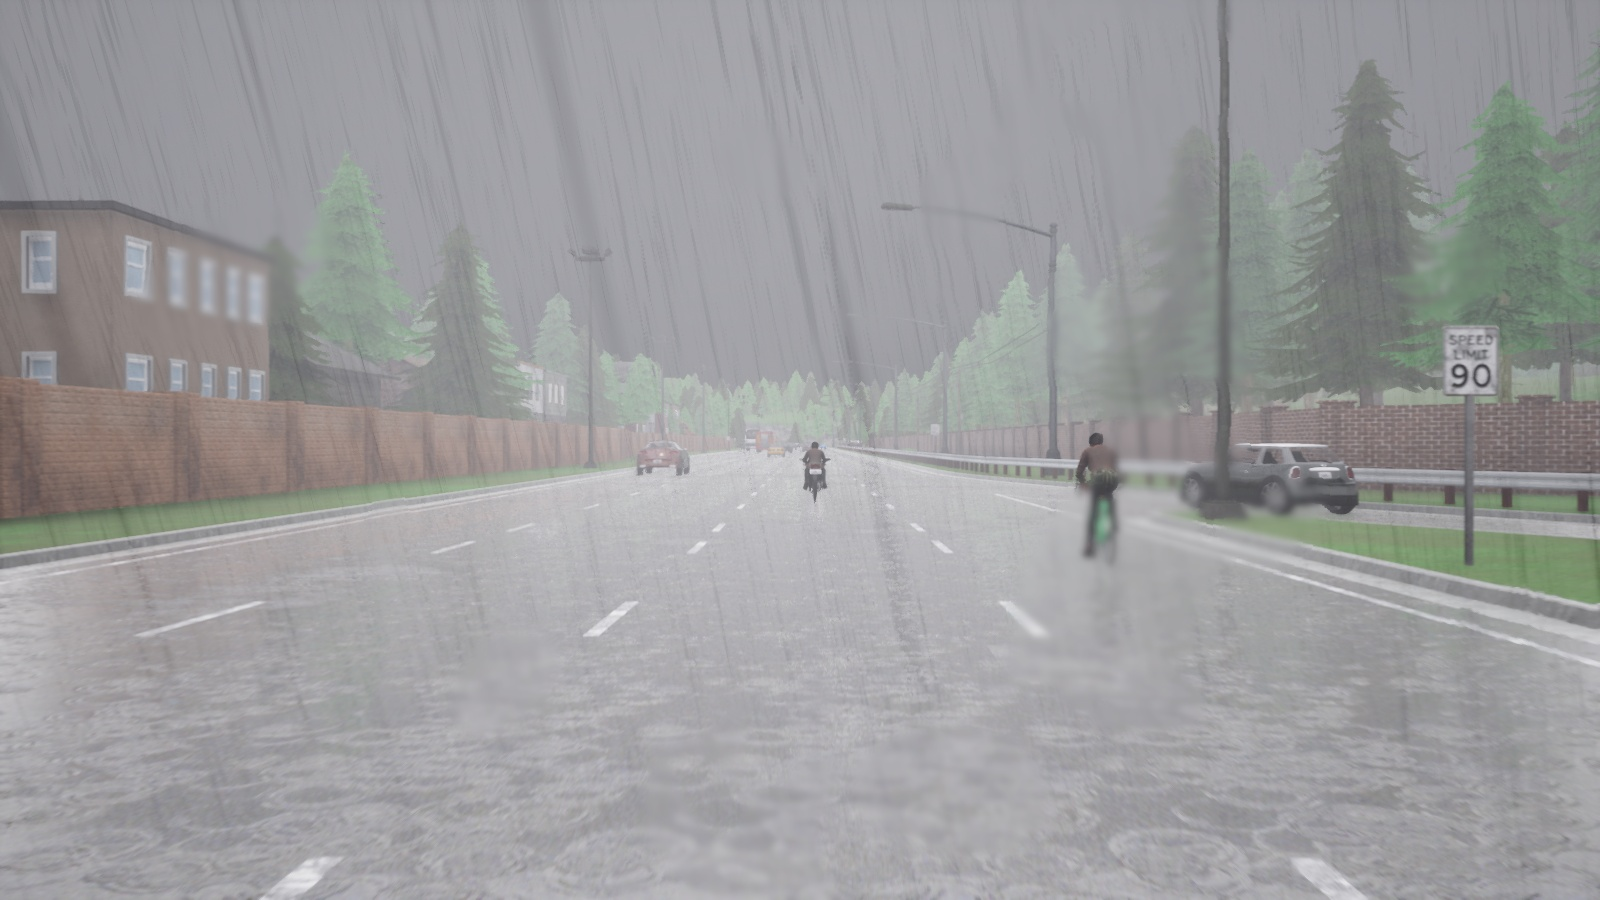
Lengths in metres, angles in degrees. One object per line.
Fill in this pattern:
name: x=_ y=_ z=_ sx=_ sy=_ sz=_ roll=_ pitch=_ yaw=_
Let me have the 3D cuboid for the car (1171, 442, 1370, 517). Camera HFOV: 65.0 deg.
car: x=9.983 y=0.570 z=26.948 sx=1.970 sy=1.475 sz=3.806 roll=0 pitch=0 yaw=-21

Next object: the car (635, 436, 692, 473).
car: x=-6.451 y=0.188 z=59.747 sx=2.152 sy=1.651 sz=5.027 roll=0 pitch=0 yaw=0

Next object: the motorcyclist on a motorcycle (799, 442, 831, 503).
motorcyclist on a motorcycle: x=0.381 y=0.549 z=32.348 sx=0.797 sy=1.523 sz=2.044 roll=0 pitch=0 yaw=0

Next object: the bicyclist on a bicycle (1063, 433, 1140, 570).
bicyclist on a bicycle: x=3.746 y=0.615 z=15.711 sx=0.582 sy=1.620 sz=1.656 roll=0 pitch=0 yaw=1
